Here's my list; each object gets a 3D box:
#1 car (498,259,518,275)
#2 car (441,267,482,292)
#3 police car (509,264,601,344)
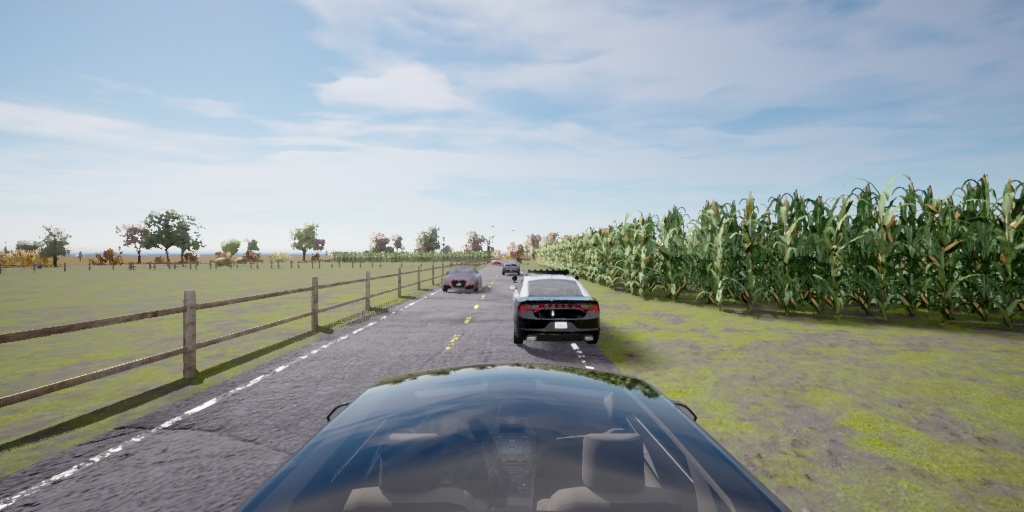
[{"bbox_3d":[-0.085,1.241,38.310,2.128,1.511,4.902,0,0,0],"label":"car"},{"bbox_3d":[-2.815,1.313,20.919,1.994,1.385,4.181,0,0,0],"label":"car"},{"bbox_3d":[0.960,1.175,9.723,1.930,1.638,5.238,0,0,0],"label":"police car"}]
